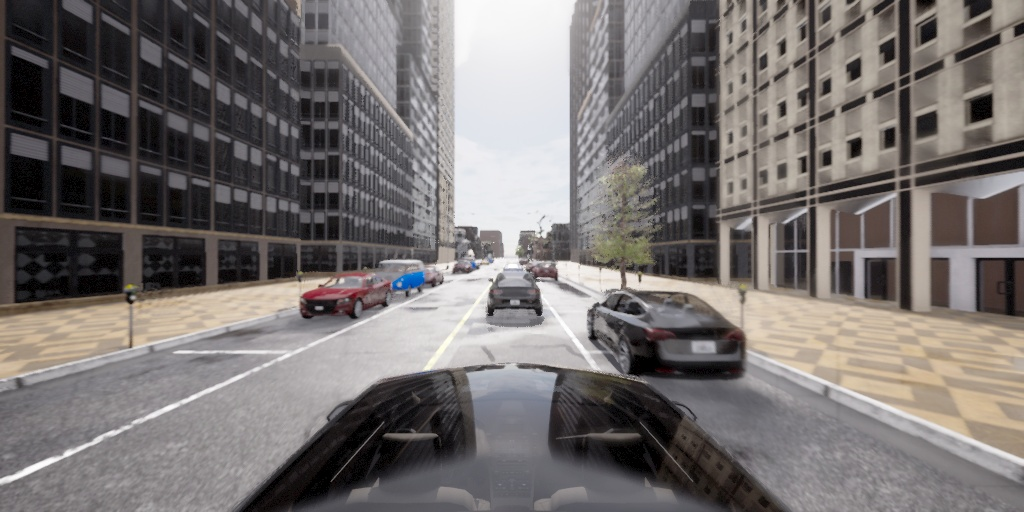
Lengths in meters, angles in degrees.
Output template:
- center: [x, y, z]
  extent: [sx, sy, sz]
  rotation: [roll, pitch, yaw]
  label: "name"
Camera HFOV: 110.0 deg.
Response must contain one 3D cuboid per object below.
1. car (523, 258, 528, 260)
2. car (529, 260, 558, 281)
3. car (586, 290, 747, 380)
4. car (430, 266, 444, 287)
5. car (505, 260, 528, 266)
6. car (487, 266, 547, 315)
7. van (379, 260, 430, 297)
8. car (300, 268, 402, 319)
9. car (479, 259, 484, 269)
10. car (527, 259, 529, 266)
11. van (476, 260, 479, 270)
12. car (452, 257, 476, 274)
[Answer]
- center: [2.692, 1.263, 47.130]
  extent: [1.751, 1.417, 4.829]
  rotation: [0, 0, 0]
  label: "car"
- center: [2.692, 1.185, 29.883]
  extent: [1.967, 1.591, 4.097]
  rotation: [0, 0, 0]
  label: "car"
- center: [2.690, 1.316, 7.116]
  extent: [1.948, 1.339, 4.313]
  rotation: [0, 0, 0]
  label: "car"
- center: [-5.689, 1.329, 24.206]
  extent: [1.802, 1.307, 4.207]
  rotation: [0, 0, 0]
  label: "car"
- center: [0.101, 1.292, 31.399]
  extent: [2.033, 1.411, 5.357]
  rotation: [0, 0, 0]
  label: "car"
- center: [0.086, 1.275, 13.449]
  extent: [1.812, 1.442, 4.674]
  rotation: [0, 0, 0]
  label: "car"
- center: [-5.690, 1.090, 18.514]
  extent: [1.690, 1.789, 3.998]
  rotation: [0, 0, 0]
  label: "van"
- center: [-5.690, 1.295, 12.821]
  extent: [1.888, 1.381, 4.507]
  rotation: [0, 0, 0]
  label: "car"
- center: [-5.688, 1.301, 52.667]
  extent: [1.948, 1.339, 4.313]
  rotation: [0, 0, 0]
  label: "car"
- center: [2.692, 1.322, 41.267]
  extent: [1.802, 1.307, 4.207]
  rotation: [0, 0, 0]
  label: "car"
- center: [-5.688, 1.079, 46.975]
  extent: [1.690, 1.789, 3.998]
  rotation: [0, 0, 0]
  label: "van"
- center: [-5.689, 1.181, 41.282]
  extent: [1.967, 1.591, 4.097]
  rotation: [0, 0, 0]
  label: "car"
